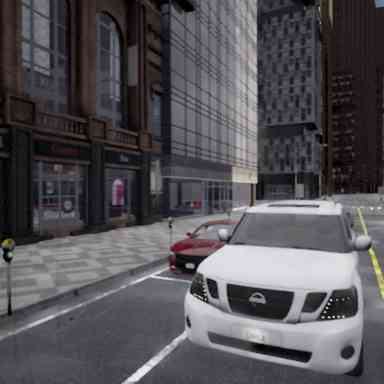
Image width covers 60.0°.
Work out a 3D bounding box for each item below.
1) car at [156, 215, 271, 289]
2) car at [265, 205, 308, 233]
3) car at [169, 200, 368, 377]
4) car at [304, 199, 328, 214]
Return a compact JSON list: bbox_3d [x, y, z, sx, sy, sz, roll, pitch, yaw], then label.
[{"bbox_3d":[0.930,1.538,10.047,1.887,1.381,4.507,0,0,26],"label":"car"},{"bbox_3d":[5.859,1.561,20.213,1.802,1.307,4.206,0,0,26],"label":"car"},{"bbox_3d":[1.899,1.217,6.145,2.150,2.045,5.566,0,0,26],"label":"car"},{"bbox_3d":[13.252,1.513,35.463,1.947,1.339,4.313,0,0,26],"label":"car"}]
